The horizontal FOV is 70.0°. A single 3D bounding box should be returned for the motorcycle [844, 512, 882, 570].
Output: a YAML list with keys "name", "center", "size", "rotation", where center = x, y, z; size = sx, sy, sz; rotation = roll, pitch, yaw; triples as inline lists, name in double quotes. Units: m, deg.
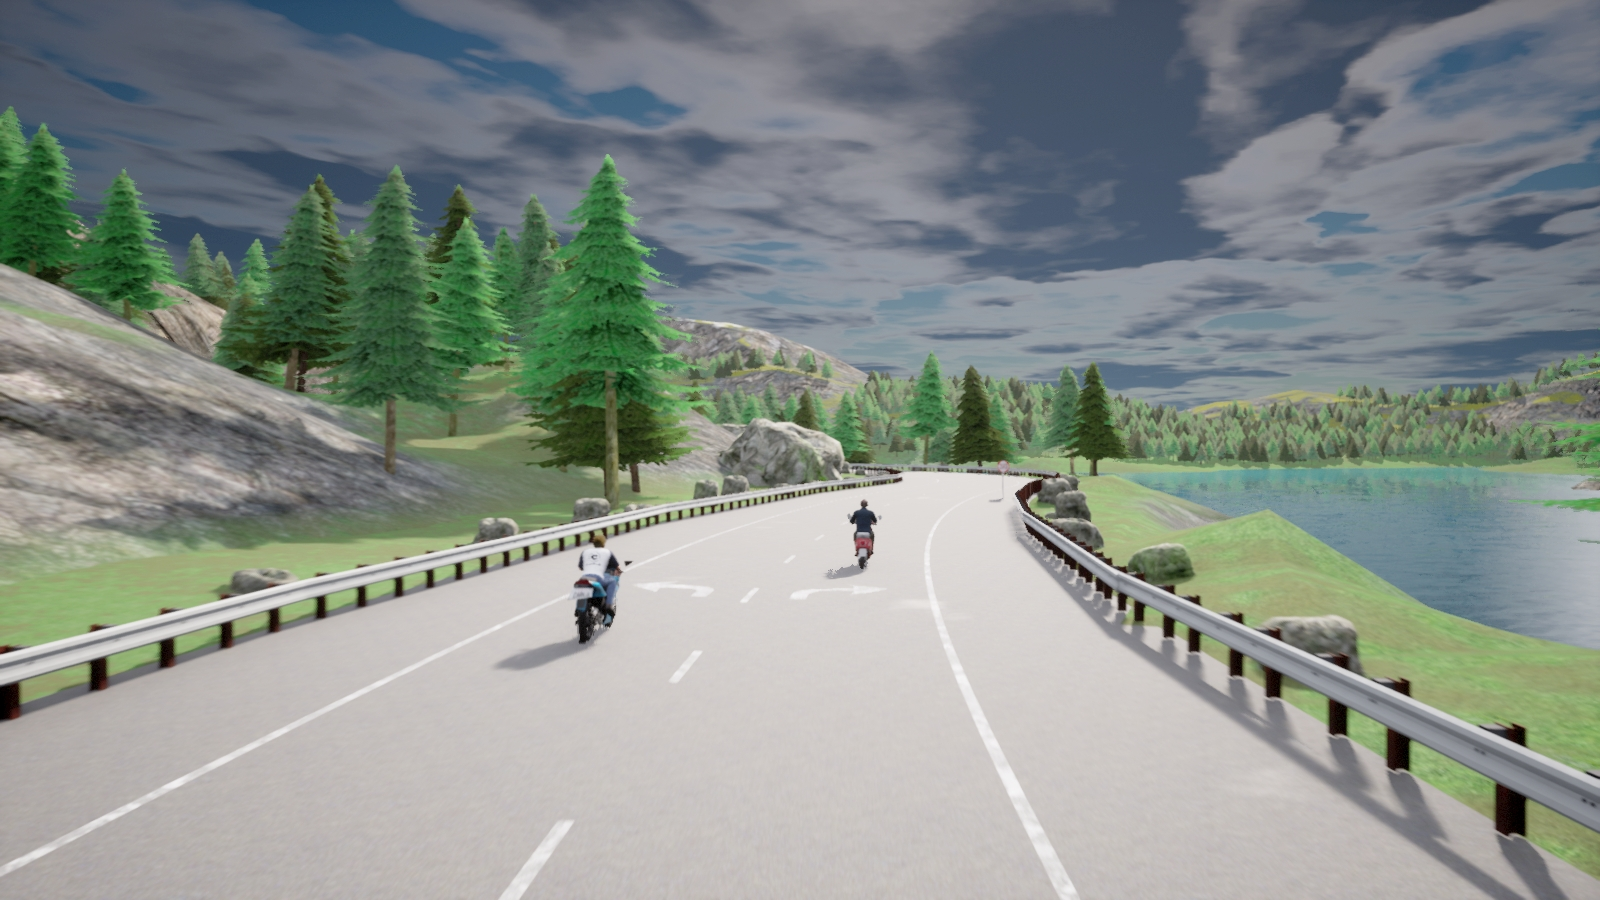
- name: "motorcycle"
  center: [1.547, 2.183, 27.695]
  size: [0.856, 1.236, 1.805]
  rotation: [0, 0, 5]

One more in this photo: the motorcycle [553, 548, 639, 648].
- name: "motorcycle"
  center: [-3.021, 2.175, 17.140]
  size: [0.803, 1.217, 2.033]
  rotation: [0, 0, 4]
